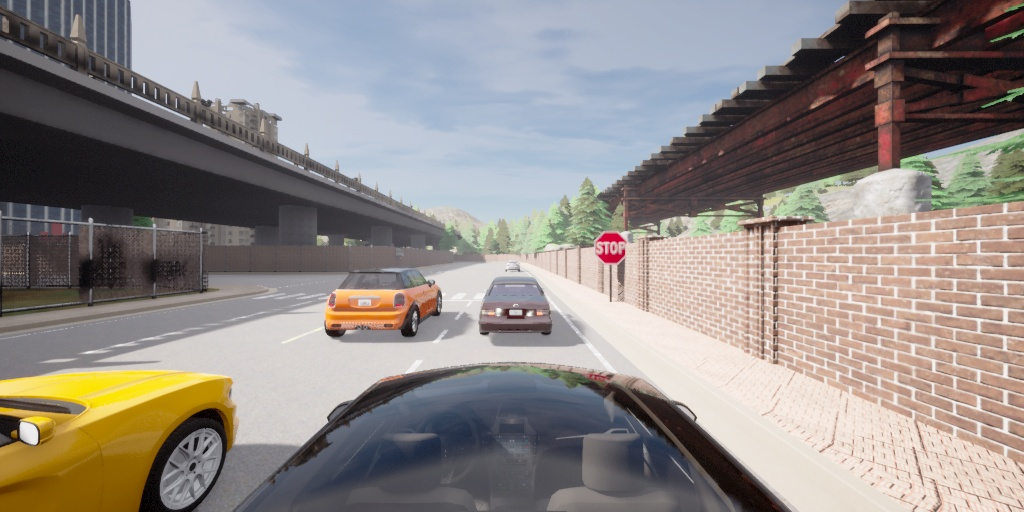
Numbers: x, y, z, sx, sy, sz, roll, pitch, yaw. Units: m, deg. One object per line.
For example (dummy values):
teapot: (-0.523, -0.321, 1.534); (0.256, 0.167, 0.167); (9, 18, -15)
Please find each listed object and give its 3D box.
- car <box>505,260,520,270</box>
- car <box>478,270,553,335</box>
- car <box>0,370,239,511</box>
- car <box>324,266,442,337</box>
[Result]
car: (0.083, 1.276, 46.330); (1.812, 1.442, 4.674); (0, 0, -1)
car: (0.081, 1.297, 10.464); (2.033, 1.411, 5.357); (0, 0, 0)
car: (-3.398, 1.228, 1.186); (1.882, 1.535, 5.008); (0, 0, 0)
car: (-3.420, 1.102, 10.443); (2.097, 1.767, 4.553); (0, 0, 0)
